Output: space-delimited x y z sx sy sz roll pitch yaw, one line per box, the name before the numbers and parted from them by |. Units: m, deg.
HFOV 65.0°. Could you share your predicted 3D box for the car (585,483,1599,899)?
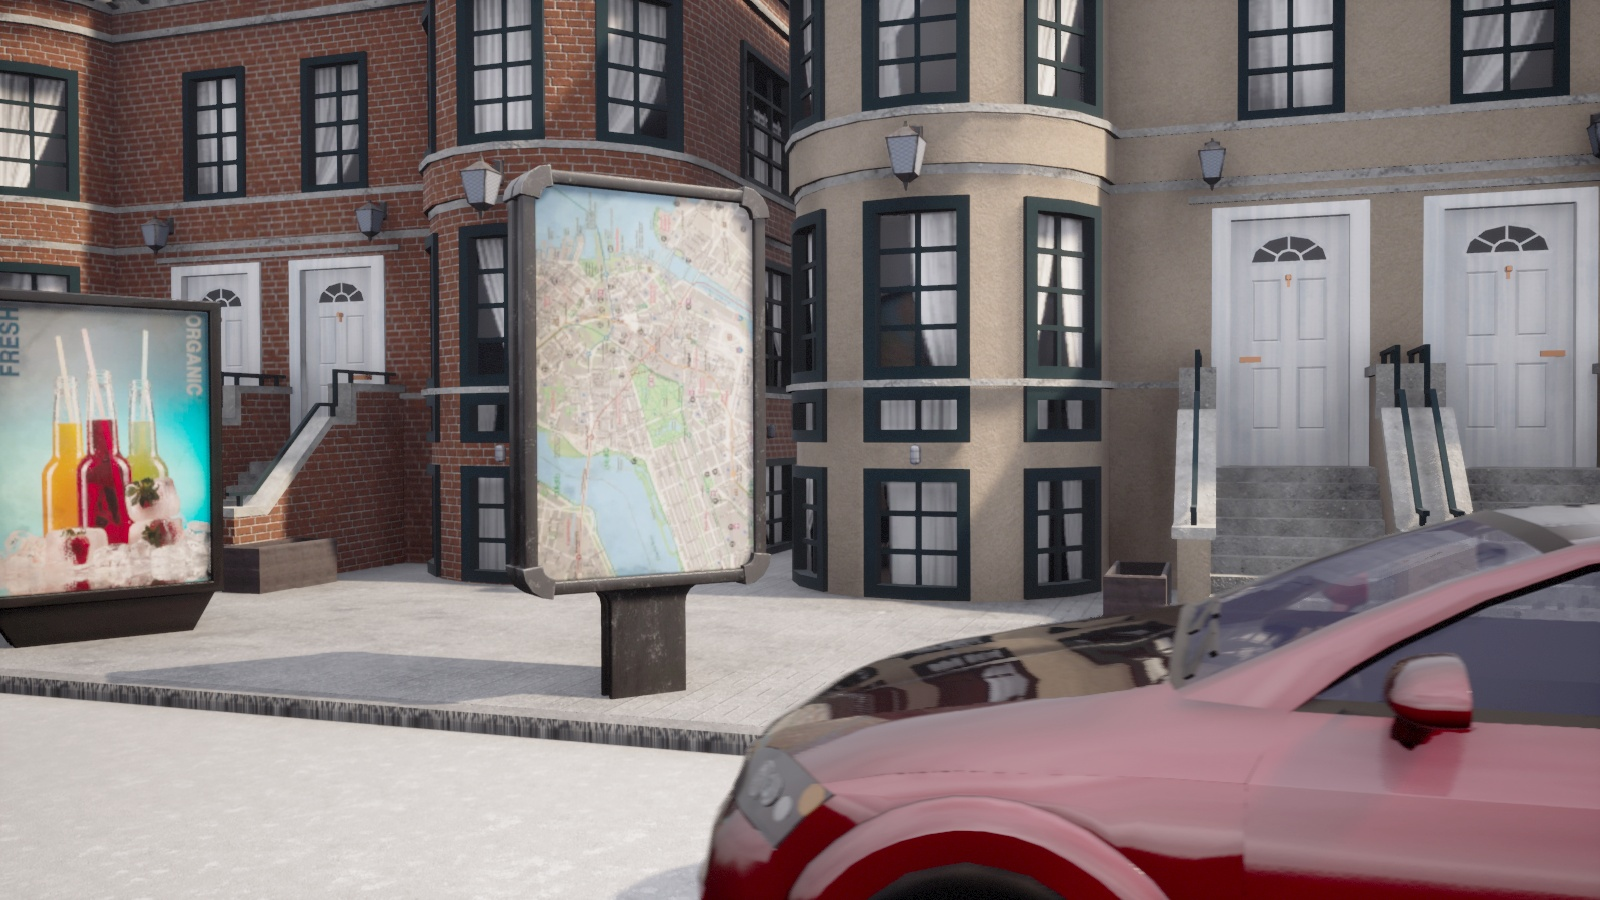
car | 1.814 0.848 3.111 4.181 1.385 1.994 1 1 19
